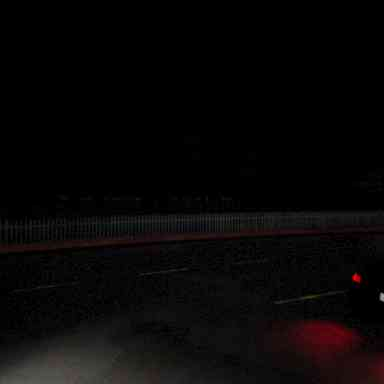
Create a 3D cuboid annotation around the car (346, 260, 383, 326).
[{"bbox_3d":[4.783,1.570,5.759,4.181,1.385,1.994,0,0,-24],"label":"car"}]
